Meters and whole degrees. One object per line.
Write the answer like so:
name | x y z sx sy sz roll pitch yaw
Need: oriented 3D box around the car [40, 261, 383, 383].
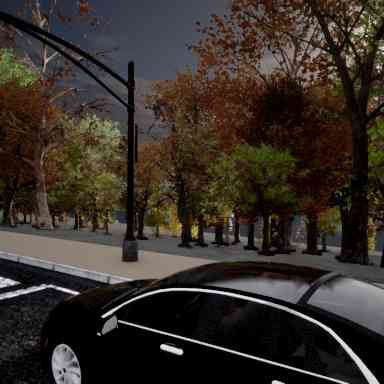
car | 0.376 1.505 3.406 4.892 1.490 1.837 0 0 36
